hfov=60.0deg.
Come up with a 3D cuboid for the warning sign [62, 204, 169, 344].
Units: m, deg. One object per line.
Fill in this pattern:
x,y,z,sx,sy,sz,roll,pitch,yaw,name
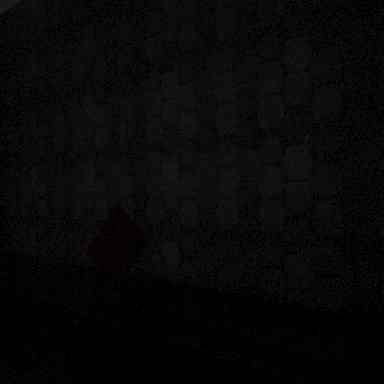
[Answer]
-1.204,1.154,5.402,1.060,1.860,1.300,-1,0,35,warning sign
